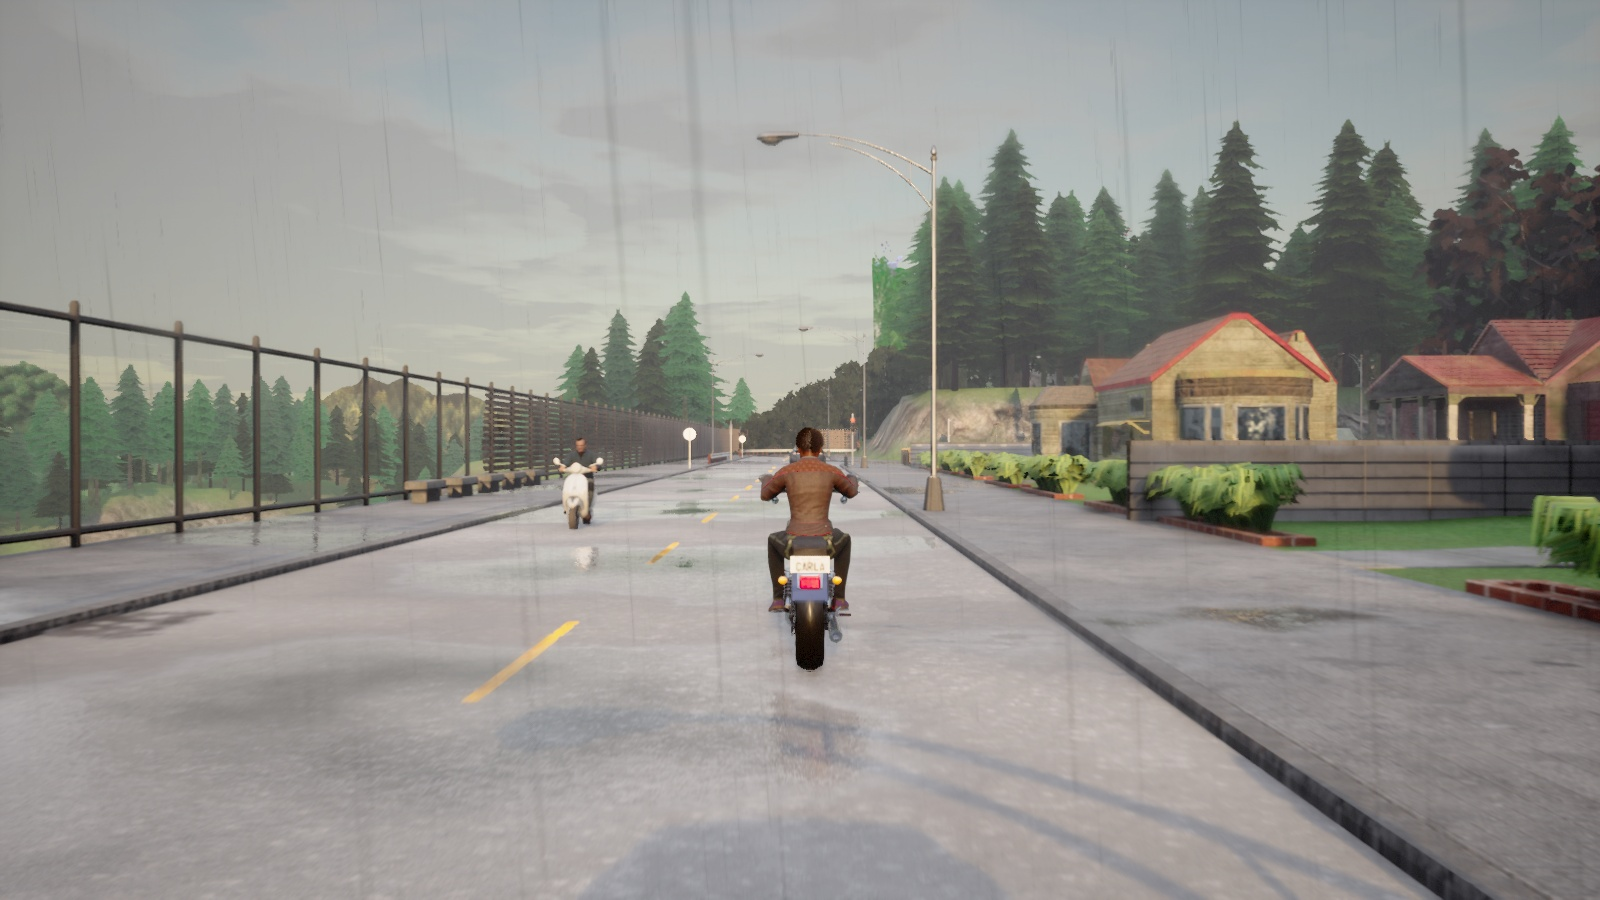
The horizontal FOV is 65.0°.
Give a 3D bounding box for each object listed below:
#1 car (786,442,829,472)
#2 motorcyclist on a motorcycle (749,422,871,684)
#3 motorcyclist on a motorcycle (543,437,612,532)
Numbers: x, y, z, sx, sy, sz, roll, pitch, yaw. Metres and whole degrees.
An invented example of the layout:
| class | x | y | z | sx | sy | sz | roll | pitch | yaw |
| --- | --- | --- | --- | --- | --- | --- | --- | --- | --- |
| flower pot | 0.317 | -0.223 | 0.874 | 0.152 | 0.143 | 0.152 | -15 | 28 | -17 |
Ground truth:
| class | x | y | z | sx | sy | sz | roll | pitch | yaw |
| --- | --- | --- | --- | --- | --- | --- | --- | --- | --- |
| car | 0.401 | 0.335 | 65.206 | 2.128 | 1.511 | 4.902 | 0 | 0 | 0 |
| motorcyclist on a motorcycle | 0.068 | 0.646 | 9.075 | 0.766 | 1.649 | 2.350 | 0 | 0 | 0 |
| motorcyclist on a motorcycle | -3.857 | 0.573 | 21.927 | 0.866 | 1.590 | 1.817 | 0 | 0 | 0 |
